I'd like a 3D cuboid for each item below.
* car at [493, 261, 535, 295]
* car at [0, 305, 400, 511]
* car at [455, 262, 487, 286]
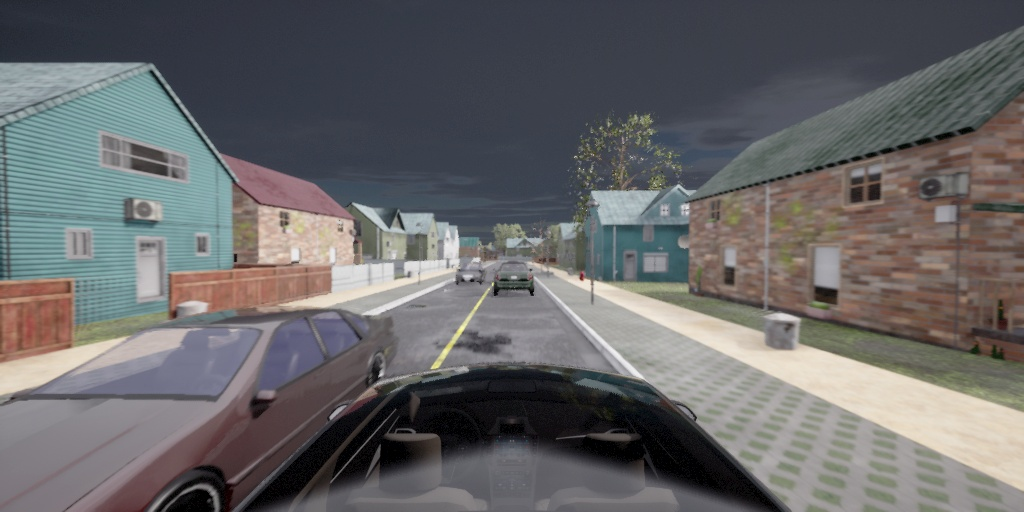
[{"bbox_3d":[0.099,1.079,19.822,2.097,1.767,4.553,0,0,0],"label":"car"},{"bbox_3d":[-2.809,1.295,3.770,2.033,1.411,5.357,0,0,1],"label":"car"},{"bbox_3d":[-2.846,1.213,25.422,2.128,1.511,4.902,0,0,0],"label":"car"}]
